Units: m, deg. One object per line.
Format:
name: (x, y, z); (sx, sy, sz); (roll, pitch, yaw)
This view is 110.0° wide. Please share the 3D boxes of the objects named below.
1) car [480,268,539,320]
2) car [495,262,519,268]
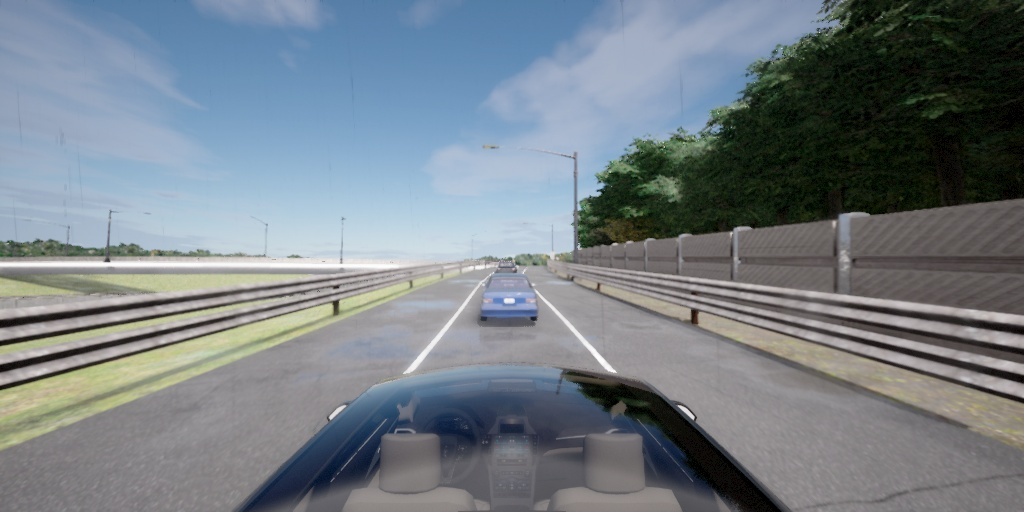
car: (-0.117, 1.305, 12.563); (2.033, 1.411, 5.357); (0, 0, -1)
car: (-0.442, 1.255, 31.435); (2.128, 1.511, 4.902); (0, 0, 1)
